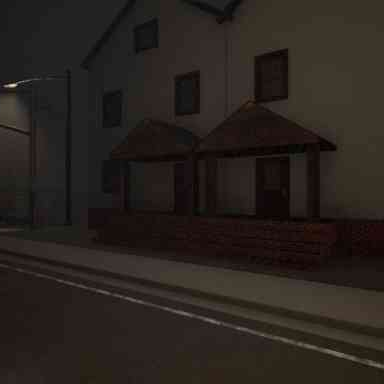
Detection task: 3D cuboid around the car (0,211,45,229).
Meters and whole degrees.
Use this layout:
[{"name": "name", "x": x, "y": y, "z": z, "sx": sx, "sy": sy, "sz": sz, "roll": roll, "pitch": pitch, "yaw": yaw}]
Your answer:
[{"name": "car", "x": -15.586, "y": 2.487, "z": 29.647, "sx": 2.128, "sy": 1.511, "sz": 4.902, "roll": 0, "pitch": -9, "yaw": 36}]
